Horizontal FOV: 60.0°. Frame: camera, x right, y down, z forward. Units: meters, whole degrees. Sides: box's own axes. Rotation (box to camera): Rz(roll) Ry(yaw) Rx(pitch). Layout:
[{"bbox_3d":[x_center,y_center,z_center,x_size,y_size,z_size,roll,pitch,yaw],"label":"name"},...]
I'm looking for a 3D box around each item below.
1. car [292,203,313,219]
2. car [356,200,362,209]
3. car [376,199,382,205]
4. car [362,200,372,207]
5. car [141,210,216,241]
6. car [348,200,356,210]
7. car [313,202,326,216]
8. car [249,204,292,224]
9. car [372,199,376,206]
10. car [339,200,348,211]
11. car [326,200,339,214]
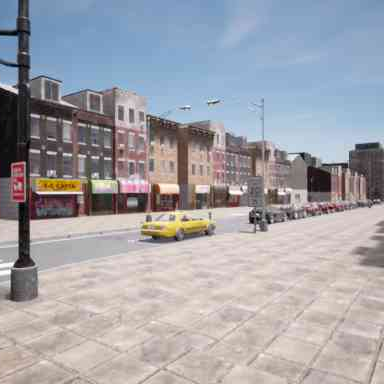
[{"bbox_3d":[9.198,1.742,30.598,2.008,1.369,4.403,-1,-1,35],"label":"car"},{"bbox_3d":[25.523,2.012,53.504,2.008,1.369,4.403,-1,-1,35],"label":"car"},{"bbox_3d":[45.113,2.459,80.988,2.008,1.369,4.403,-2,-2,35],"label":"car"},{"bbox_3d":[32.055,2.145,62.666,2.008,1.369,4.403,-1,-1,35],"label":"car"},{"bbox_3d":[-0.499,1.597,16.993,1.752,1.417,4.829,-1,-1,35],"label":"car"},{"bbox_3d":[22.258,1.951,48.923,2.008,1.369,4.403,-1,-1,35],"label":"car"},{"bbox_3d":[12.463,1.820,35.179,1.802,1.307,4.206,-1,-1,35],"label":"car"},{"bbox_3d":[5.933,1.714,26.017,1.947,1.339,4.313,-1,-1,35],"label":"car"},{"bbox_3d":[35.318,2.210,67.246,1.887,1.381,4.507,-1,-2,35],"label":"car"},{"bbox_3d":[18.992,1.782,44.343,1.967,1.590,4.097,-1,-1,35],"label":"car"},{"bbox_3d":[15.728,1.833,39.760,1.887,1.381,4.507,-1,-1,35],"label":"car"}]
